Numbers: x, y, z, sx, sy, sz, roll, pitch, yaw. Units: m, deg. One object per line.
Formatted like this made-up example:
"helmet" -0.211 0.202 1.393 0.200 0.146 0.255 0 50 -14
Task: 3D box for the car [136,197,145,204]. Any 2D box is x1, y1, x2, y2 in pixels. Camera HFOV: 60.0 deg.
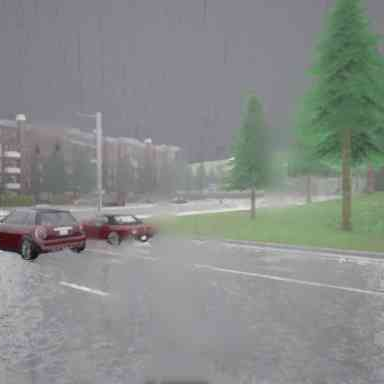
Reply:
"car" -9.231 1.721 67.436 2.128 1.511 4.902 0 0 35

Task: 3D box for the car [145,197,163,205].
"car" -6.348 1.699 65.478 1.837 1.490 4.892 0 0 35

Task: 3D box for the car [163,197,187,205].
"car" -2.872 1.705 64.348 1.812 1.442 4.674 0 0 35

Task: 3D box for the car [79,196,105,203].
"car" -15.088 1.548 53.108 2.097 1.767 4.553 0 0 35

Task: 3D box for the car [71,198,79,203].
"car" -17.959 1.563 55.089 2.097 1.767 4.553 0 0 35

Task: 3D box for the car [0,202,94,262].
"car" -6.130 1.408 12.648 4.553 1.767 2.097 0 0 36

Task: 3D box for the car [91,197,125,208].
"car" -12.495 1.780 50.722 1.895 1.301 4.718 0 0 35

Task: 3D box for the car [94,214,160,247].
"car" -3.828 1.655 15.318 4.718 1.301 1.895 0 0 36
